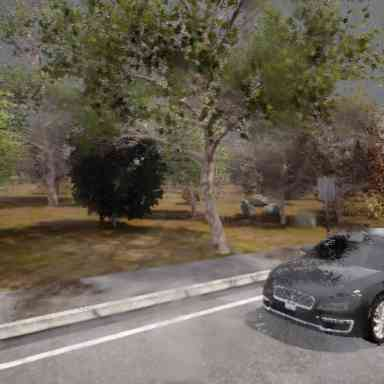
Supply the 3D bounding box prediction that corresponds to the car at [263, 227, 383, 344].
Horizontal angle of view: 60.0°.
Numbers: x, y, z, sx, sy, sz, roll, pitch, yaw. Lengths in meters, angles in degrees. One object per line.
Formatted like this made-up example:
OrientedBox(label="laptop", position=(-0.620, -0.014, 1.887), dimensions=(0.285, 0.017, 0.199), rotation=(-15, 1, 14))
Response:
OrientedBox(label="car", position=(3.475, 1.493, 6.473), dimensions=(4.892, 1.490, 1.837), rotation=(0, 0, -35))
